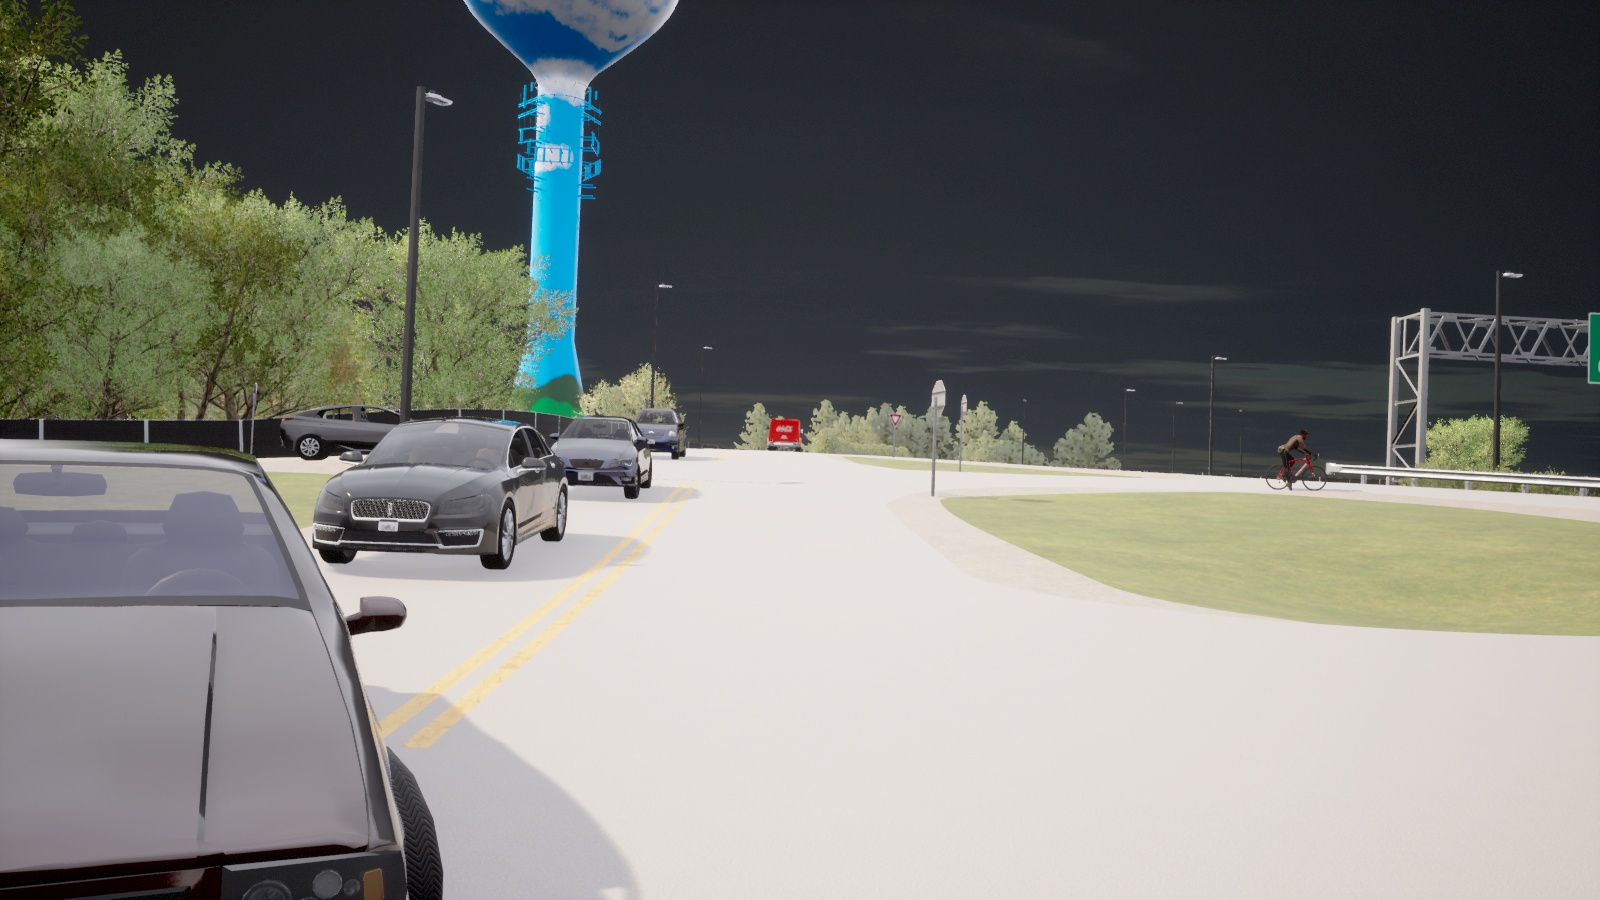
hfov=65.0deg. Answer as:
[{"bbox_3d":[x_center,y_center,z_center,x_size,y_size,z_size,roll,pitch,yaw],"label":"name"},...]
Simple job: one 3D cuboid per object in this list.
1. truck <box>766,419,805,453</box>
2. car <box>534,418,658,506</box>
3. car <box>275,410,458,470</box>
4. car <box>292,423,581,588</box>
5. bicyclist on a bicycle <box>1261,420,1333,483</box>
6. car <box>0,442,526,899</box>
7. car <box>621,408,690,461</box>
[{"bbox_3d":[-1.082,-1.030,95.360,2.627,2.467,5.204,1,0,2],"label":"truck"},{"bbox_3d":[-3.841,0.155,24.277,1.816,1.474,4.193,1,2,-2],"label":"car"},{"bbox_3d":[-11.633,-0.289,34.010,4.514,1.525,2.007,-1,0,-14],"label":"car"},{"bbox_3d":[-3.831,0.468,14.198,1.837,1.490,4.892,1,2,0],"label":"car"},{"bbox_3d":[13.157,0.035,33.266,1.656,1.620,0.582,1,1,0],"label":"bicyclist on a bicycle"},{"bbox_3d":[-2.554,0.719,4.461,2.033,1.411,5.357,1,1,-24],"label":"car"},{"bbox_3d":[-4.686,-0.516,41.172,1.851,1.617,3.988,1,1,-1],"label":"car"}]
